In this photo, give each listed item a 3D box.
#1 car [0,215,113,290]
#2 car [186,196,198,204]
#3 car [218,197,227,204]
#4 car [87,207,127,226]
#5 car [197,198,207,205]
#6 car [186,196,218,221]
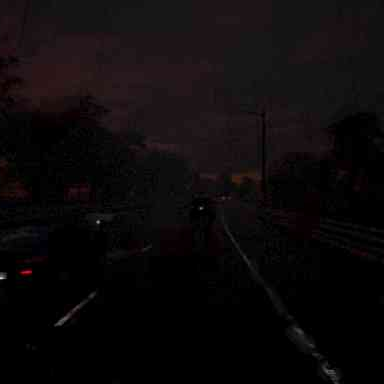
[{"bbox_3d":[-3.870,1.602,9.244,1.812,1.442,4.674,0,-1,3],"label":"car"},{"bbox_3d":[0.038,2.039,83.834,2.150,2.045,5.566,0,-1,8],"label":"car"},{"bbox_3d":[7.463,2.351,86.113,1.837,1.490,4.892,0,-1,9],"label":"car"},{"bbox_3d":[-6.393,1.823,25.513,1.895,1.301,4.718,0,-1,4],"label":"car"},{"bbox_3d":[2.350,2.228,75.271,1.837,1.490,4.892,0,-1,8],"label":"car"},{"bbox_3d":[1.011,1.506,30.445,2.150,2.045,5.566,0,-1,5],"label":"car"}]
